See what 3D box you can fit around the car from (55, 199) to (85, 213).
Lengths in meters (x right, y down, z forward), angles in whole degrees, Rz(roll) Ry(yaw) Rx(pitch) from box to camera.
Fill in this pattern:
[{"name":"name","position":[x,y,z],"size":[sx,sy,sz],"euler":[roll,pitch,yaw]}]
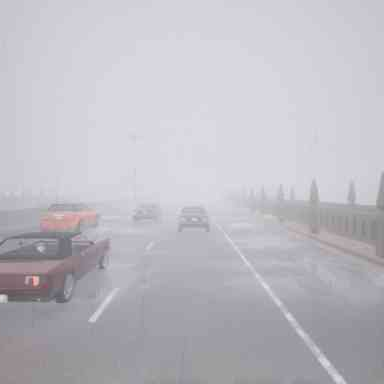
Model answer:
[{"name":"car","position":[-14.022,1.565,38.465],"size":[1.994,1.385,4.181],"euler":[0,0,1]}]

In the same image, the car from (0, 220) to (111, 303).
[{"name":"car","position":[-3.396,1.601,8.120],"size":[1.895,1.301,4.718],"euler":[0,0,0]}]

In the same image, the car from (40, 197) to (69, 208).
[{"name":"car","position":[-20.772,1.548,50.620],"size":[2.033,1.411,5.357],"euler":[0,0,2]}]

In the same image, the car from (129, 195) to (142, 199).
[{"name":"car","position":[-12.885,1.502,79.122],"size":[1.837,1.490,4.892],"euler":[0,0,2]}]

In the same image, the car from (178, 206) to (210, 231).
[{"name":"car","position":[0.108,1.548,20.561],"size":[2.033,1.411,5.357],"euler":[0,0,0]}]

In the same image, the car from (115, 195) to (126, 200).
[{"name":"car","position":[-19.528,1.491,91.445],"size":[1.837,1.490,4.892],"euler":[0,0,2]}]

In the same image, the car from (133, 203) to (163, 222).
[{"name":"car","position":[-3.388,1.548,26.153],"size":[2.033,1.411,5.357],"euler":[0,0,0]}]

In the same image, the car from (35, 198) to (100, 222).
[{"name":"car","position":[-6.891,1.352,19.343],"size":[2.097,1.767,4.553],"euler":[0,0,0]}]

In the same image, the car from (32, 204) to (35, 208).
[{"name":"car","position":[-17.503,1.565,40.176],"size":[1.994,1.385,4.181],"euler":[0,0,1]}]

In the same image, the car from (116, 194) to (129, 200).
[{"name":"car","position":[-16.359,1.356,80.087],"size":[2.097,1.767,4.553],"euler":[0,0,2]}]
